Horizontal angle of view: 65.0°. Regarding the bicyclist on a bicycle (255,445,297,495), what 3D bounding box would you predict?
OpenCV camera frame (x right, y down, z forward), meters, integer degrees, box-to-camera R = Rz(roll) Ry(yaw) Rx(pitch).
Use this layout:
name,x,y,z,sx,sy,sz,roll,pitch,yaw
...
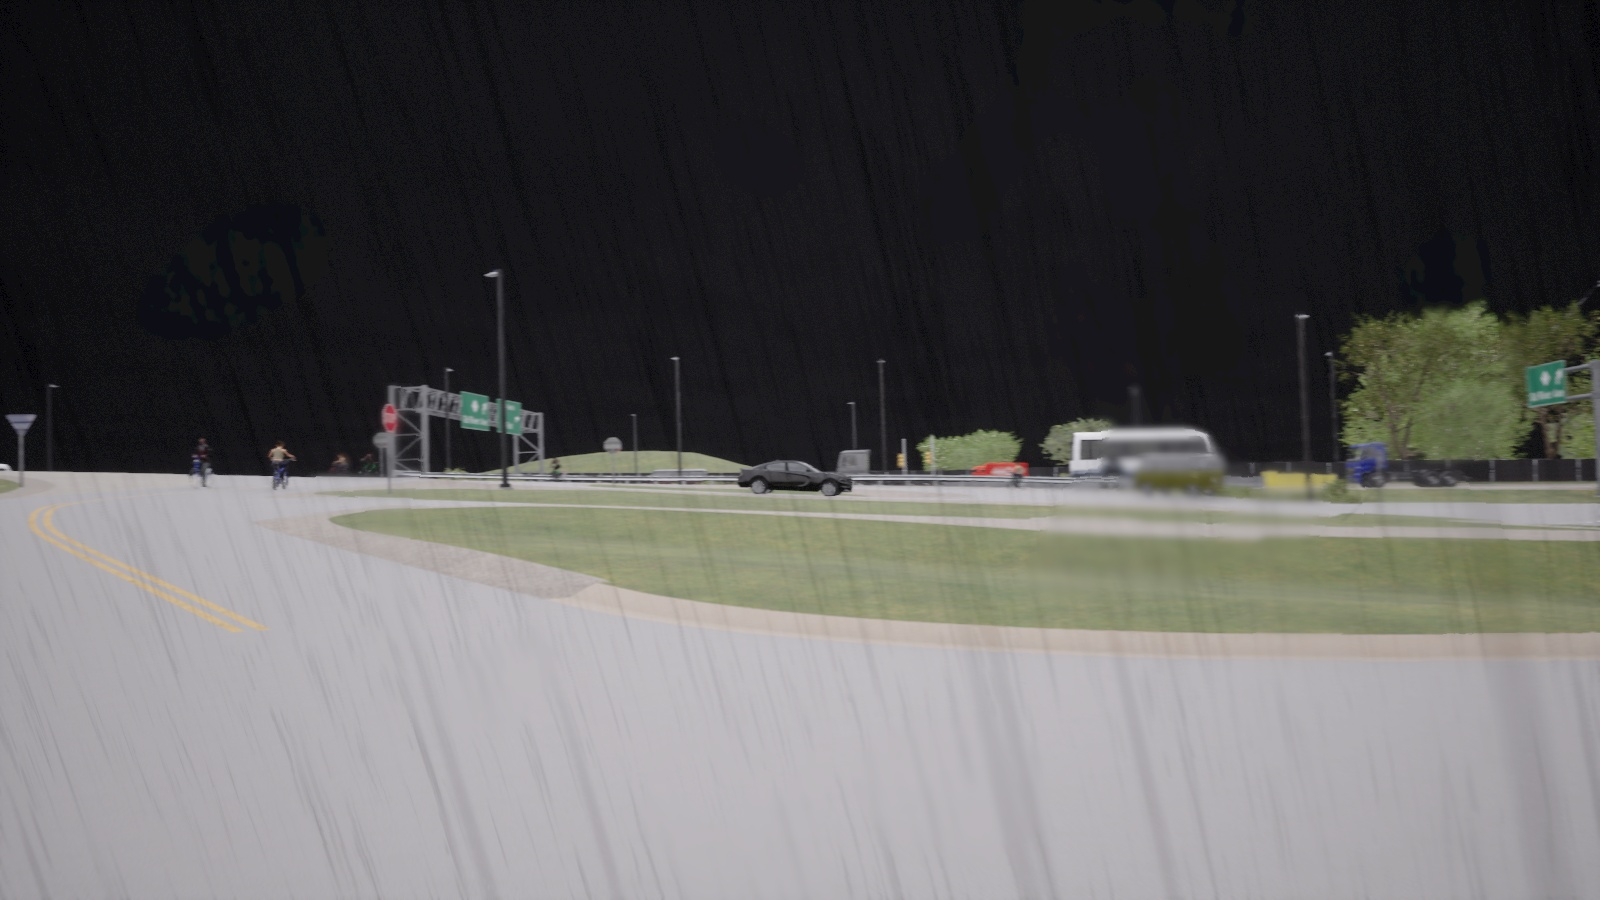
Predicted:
name,x,y,z,sx,sy,sz,roll,pitch,yaw
bicyclist on a bicycle,-17.184,0.634,41.214,0.866,1.612,1.509,0,0,-6

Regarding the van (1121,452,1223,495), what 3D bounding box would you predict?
name,x,y,z,sx,sy,sz,roll,pitch,yaw
van,17.870,1.107,60.453,1.775,1.987,4.442,-1,0,-41

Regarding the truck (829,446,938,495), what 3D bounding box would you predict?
name,x,y,z,sx,sy,sz,roll,pitch,yaw
truck,6.317,1.565,94.243,7.936,3.462,2.891,-1,-2,7

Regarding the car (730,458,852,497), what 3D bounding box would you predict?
name,x,y,z,sx,sy,sz,roll,pitch,yaw
car,-0.360,1.200,54.503,5.008,1.535,1.882,1,-2,8

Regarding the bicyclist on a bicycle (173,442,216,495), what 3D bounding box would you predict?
name,x,y,z,sx,sy,sz,roll,pitch,yaw
bicyclist on a bicycle,-20.906,0.634,43.423,0.659,1.776,1.843,-2,0,-4

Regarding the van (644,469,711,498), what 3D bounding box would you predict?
name,x,y,z,sx,sy,sz,roll,pitch,yaw
van,-8.664,2.397,89.075,4.442,1.987,1.775,-1,-2,7

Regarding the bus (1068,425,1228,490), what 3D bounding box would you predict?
name,x,y,z,sx,sy,sz,roll,pitch,yaw
bus,24.355,0.608,88.434,10.273,4.253,3.944,-1,-2,7
